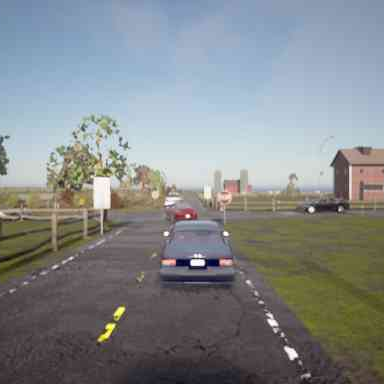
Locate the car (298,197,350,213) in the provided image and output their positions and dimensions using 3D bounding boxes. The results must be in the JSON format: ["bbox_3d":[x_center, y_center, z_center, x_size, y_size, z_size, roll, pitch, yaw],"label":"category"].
[{"bbox_3d":[13.058,1.285,33.076,4.892,1.490,1.837,-1,0,1],"label":"car"}]

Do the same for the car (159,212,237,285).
[{"bbox_3d":[0.129,1.547,9.557,2.033,1.411,5.357,0,0,0],"label":"car"}]

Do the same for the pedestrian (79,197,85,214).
[{"bbox_3d":[-12.054,1.414,36.368,0.375,1.860,0.375,0,1,1],"label":"pedestrian"}]

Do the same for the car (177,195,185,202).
[{"bbox_3d":[-2.528,1.497,77.543,1.812,1.442,4.674,0,0,0],"label":"car"}]

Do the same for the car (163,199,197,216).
[{"bbox_3d":[-0.950,1.526,25.604,1.812,1.442,4.674,0,0,-16],"label":"car"}]

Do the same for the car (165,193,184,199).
[{"bbox_3d":[-2.690,1.220,48.478,2.150,2.045,5.566,0,0,0],"label":"car"}]

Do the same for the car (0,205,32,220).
[{"bbox_3d":[-17.365,1.834,30.465,4.718,1.301,1.895,-1,0,1],"label":"car"}]
